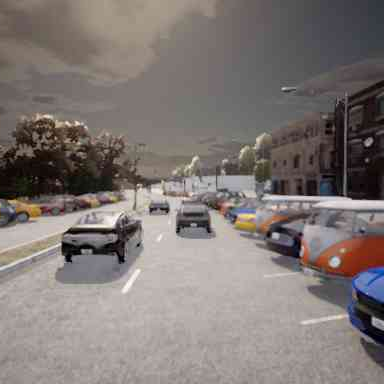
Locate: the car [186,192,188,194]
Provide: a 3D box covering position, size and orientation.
[{"bbox_3d":[2.253,1.046,65.333,5.366,1.575,1.946,0,1,-26],"label":"car"}]

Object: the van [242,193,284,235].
[{"bbox_3d":[4.649,1.164,14.102,4.442,1.987,1.878,1,1,-20],"label":"van"}]

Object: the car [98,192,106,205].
[{"bbox_3d":[-14.293,1.106,44.478,4.553,1.767,2.185,-1,1,-23],"label":"car"}]

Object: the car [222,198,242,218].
[{"bbox_3d":[4.731,1.352,20.173,5.008,1.535,2.097,1,1,-21],"label":"car"}]

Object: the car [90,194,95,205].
[{"bbox_3d":[-14.045,1.143,38.546,4.553,1.767,2.185,-1,0,-22],"label":"car"}]

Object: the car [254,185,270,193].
[{"bbox_3d":[16.947,-0.327,80.569,2.002,1.452,4.674,-7,4,-30],"label":"car"}]

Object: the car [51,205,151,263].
[{"bbox_3d":[-2.904,1.417,11.582,2.128,1.511,4.902,0,0,0],"label":"car"}]

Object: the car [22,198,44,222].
[{"bbox_3d":[-13.538,1.357,23.750,5.008,1.535,2.097,-1,1,-21],"label":"car"}]

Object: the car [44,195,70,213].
[{"bbox_3d":[-13.711,1.351,29.659,4.792,1.488,2.163,-1,1,-21],"label":"car"}]

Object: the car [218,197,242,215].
[{"bbox_3d":[4.676,1.333,23.192,4.892,1.521,2.231,1,0,-21],"label":"car"}]

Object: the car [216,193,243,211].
[{"bbox_3d":[4.617,1.186,26.210,4.553,1.767,2.185,1,0,-21],"label":"car"}]

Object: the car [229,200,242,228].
[{"bbox_3d":[4.915,1.371,17.231,5.366,1.575,1.946,1,0,-20],"label":"car"}]

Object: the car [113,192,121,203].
[{"bbox_3d":[-14.751,1.173,53.413,5.366,1.575,1.946,-1,0,-24],"label":"car"}]

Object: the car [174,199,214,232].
[{"bbox_3d":[0.055,1.382,19.085,1.837,1.490,4.892,0,0,0],"label":"car"}]

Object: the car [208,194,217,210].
[{"bbox_3d":[4.491,1.271,32.257,5.008,1.535,2.097,1,0,-22],"label":"car"}]

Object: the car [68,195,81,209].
[{"bbox_3d":[-13.746,1.332,32.653,4.792,1.488,2.163,-1,0,-22],"label":"car"}]

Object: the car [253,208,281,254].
[{"bbox_3d":[4.787,1.441,11.148,4.792,1.488,2.163,1,0,-20],"label":"car"}]

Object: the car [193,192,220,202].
[{"bbox_3d":[2.730,0.945,62.417,4.553,1.767,2.185,0,1,-25],"label":"car"}]

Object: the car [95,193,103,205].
[{"bbox_3d":[-14.328,1.250,41.437,5.366,1.575,1.946,-1,1,-23],"label":"car"}]

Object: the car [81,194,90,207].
[{"bbox_3d":[-13.877,1.285,35.595,5.008,1.535,2.097,-1,1,-22],"label":"car"}]

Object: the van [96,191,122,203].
[{"bbox_3d":[-15.568,0.899,62.234,4.442,1.987,1.878,-1,0,-25],"label":"van"}]

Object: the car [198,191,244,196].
[{"bbox_3d":[4.126,0.959,41.293,5.566,2.045,2.435,1,1,-23],"label":"car"}]

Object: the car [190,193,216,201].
[{"bbox_3d":[2.309,1.066,68.393,4.792,1.488,2.163,0,0,-26],"label":"car"}]

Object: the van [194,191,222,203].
[{"bbox_3d":[2.859,0.864,59.344,4.442,1.987,1.878,1,1,-25],"label":"van"}]

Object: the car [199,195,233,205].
[{"bbox_3d":[3.636,1.190,50.359,4.674,1.452,2.002,1,1,-24],"label":"car"}]

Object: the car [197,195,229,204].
[{"bbox_3d":[3.422,1.170,53.376,4.674,1.452,2.002,1,0,-24],"label":"car"}]

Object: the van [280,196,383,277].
[{"bbox_3d":[4.657,1.203,8.077,4.442,1.987,1.878,1,1,-20],"label":"van"}]

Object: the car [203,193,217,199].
[{"bbox_3d":[4.288,1.231,38.291,5.008,1.535,2.097,1,1,-23],"label":"car"}]

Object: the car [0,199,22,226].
[{"bbox_3d":[-13.475,1.249,20.794,4.553,1.767,2.185,-1,1,-21],"label":"car"}]

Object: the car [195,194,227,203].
[{"bbox_3d":[3.210,1.111,56.386,4.892,1.521,2.231,1,1,-25],"label":"car"}]

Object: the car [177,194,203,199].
[{"bbox_3d":[-0.292,1.266,35.039,2.128,1.511,4.902,0,0,-2],"label":"car"}]

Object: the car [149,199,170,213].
[{"bbox_3d":[-3.243,1.386,33.823,1.895,1.301,4.718,0,0,-2],"label":"car"}]

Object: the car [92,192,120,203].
[{"bbox_3d":[-15.371,1.018,59.247,4.553,1.767,2.185,-1,1,-25],"label":"car"}]

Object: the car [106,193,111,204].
[{"bbox_3d":[-14.498,1.255,47.425,4.674,1.452,2.002,-1,1,-23],"label":"car"}]

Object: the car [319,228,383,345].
[{"bbox_3d":[4.764,1.450,5.114,5.008,1.535,2.097,1,1,-20],"label":"car"}]

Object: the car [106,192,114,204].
[{"bbox_3d":[-14.698,1.237,50.379,4.674,1.452,2.002,-1,1,-24],"label":"car"}]
